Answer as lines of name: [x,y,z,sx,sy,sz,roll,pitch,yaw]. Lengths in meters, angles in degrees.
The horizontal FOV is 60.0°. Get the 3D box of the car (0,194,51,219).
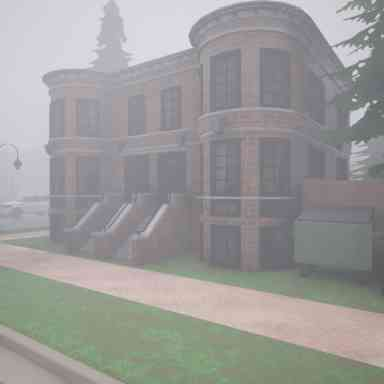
car: [-14.447,1.221,29.788,2.150,2.045,5.566,0,0,34]
